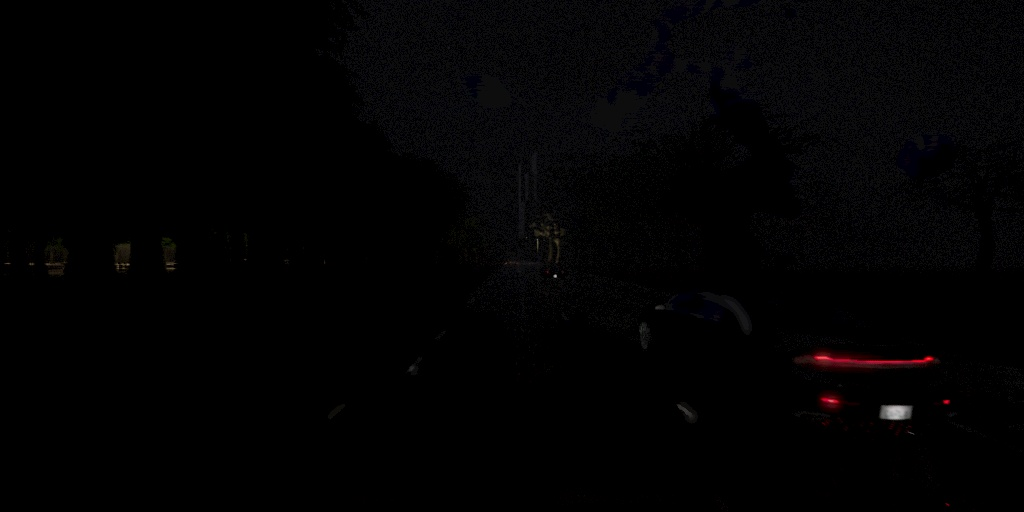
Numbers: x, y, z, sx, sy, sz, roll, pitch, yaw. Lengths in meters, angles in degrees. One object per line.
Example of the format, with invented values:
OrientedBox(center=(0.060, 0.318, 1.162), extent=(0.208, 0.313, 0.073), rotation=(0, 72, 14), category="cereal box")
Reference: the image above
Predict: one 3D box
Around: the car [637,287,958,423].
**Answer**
OrientedBox(center=(3.592, 1.246, 5.780), extent=(2.128, 1.511, 4.902), rotation=(0, 0, 0), category="car")

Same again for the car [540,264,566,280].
OrientedBox(center=(3.594, 1.382, 32.038), extent=(1.895, 1.301, 4.718), rotation=(0, 0, 0), category="car")
